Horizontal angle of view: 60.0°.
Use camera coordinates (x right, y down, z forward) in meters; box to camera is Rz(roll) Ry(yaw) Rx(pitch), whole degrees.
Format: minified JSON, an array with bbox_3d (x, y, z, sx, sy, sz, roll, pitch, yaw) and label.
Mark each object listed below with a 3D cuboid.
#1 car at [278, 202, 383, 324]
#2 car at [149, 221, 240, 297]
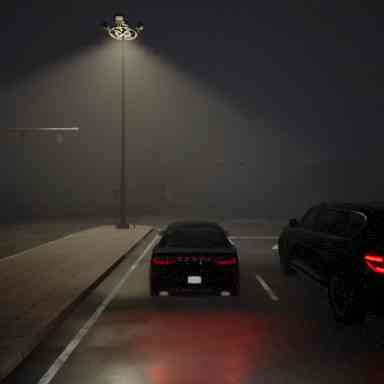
[{"bbox_3d":[3.566,1.221,7.287,2.150,2.045,5.566,0,0,0],"label":"car"},{"bbox_3d":[0.063,1.477,8.634,1.882,1.535,5.008,0,0,0],"label":"car"}]
